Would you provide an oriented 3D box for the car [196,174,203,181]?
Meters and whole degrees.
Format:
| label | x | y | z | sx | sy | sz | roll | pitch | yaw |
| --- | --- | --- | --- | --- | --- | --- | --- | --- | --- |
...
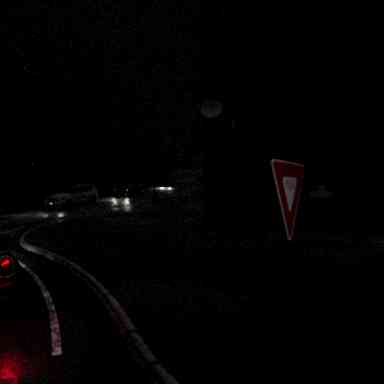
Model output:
| label | x | y | z | sx | sy | sz | roll | pitch | yaw |
| --- | --- | --- | --- | --- | --- | --- | --- | --- | --- |
| car | 1.782 | -3.031 | 68.323 | 1.882 | 1.535 | 5.008 | 0 | 5 | 4 |

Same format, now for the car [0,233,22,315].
| label | x | y | z | sx | sy | sz | roll | pitch | yaw |
| --- | --- | --- | --- | --- | --- | --- | --- | --- | --- |
| car | -5.024 | 1.375 | 7.017 | 2.097 | 1.767 | 4.553 | 0 | 0 | -35 |

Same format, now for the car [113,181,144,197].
| label | x | y | z | sx | sy | sz | roll | pitch | yaw |
| --- | --- | --- | --- | --- | --- | --- | --- | --- | --- |
| car | -7.720 | -0.419 | 40.460 | 2.097 | 1.767 | 4.553 | 0 | 5 | 18 |

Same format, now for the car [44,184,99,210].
| label | x | y | z | sx | sy | sz | roll | pitch | yaw |
| --- | --- | --- | --- | --- | --- | --- | --- | --- | --- |
| car | -11.187 | 0.400 | 31.305 | 2.150 | 2.045 | 5.566 | 0 | 5 | 22 |

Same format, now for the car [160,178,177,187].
| label | x | y | z | sx | sy | sz | roll | pitch | yaw |
| --- | --- | --- | --- | --- | --- | --- | --- | --- | --- |
| car | -3.823 | -1.579 | 54.186 | 1.994 | 1.385 | 4.181 | 0 | 5 | 12 |
